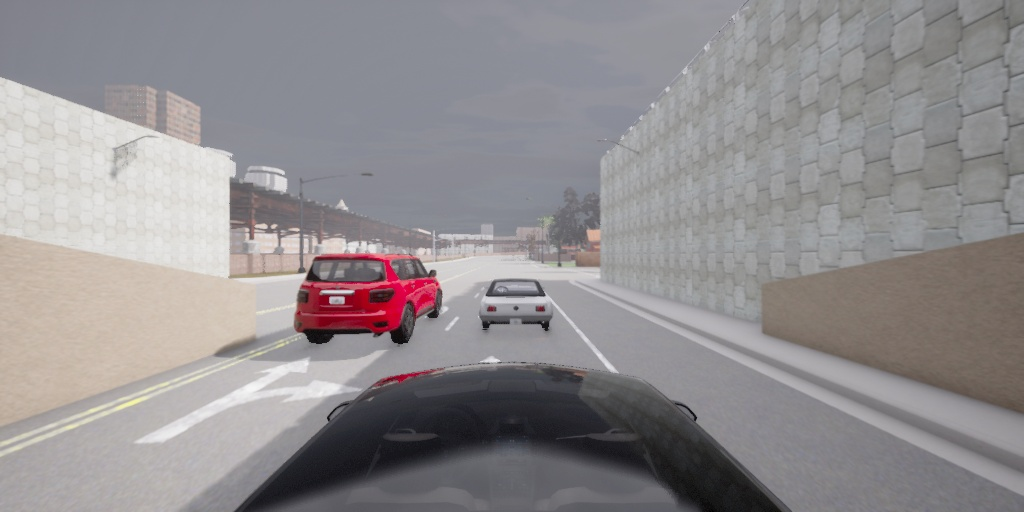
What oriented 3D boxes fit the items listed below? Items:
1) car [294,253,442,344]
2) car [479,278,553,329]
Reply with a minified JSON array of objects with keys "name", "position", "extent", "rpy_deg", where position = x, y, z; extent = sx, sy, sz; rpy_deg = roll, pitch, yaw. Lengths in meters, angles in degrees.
[{"name":"car","position":[-3.403,0.961,9.654],"extent":[2.150,2.045,5.566],"rpy_deg":[0,0,0]},{"name":"car","position":[0.100,1.339,11.131],"extent":[1.895,1.301,4.718],"rpy_deg":[0,0,0]}]
